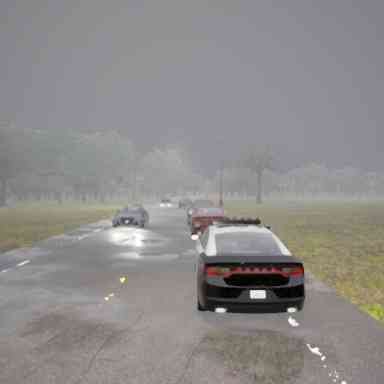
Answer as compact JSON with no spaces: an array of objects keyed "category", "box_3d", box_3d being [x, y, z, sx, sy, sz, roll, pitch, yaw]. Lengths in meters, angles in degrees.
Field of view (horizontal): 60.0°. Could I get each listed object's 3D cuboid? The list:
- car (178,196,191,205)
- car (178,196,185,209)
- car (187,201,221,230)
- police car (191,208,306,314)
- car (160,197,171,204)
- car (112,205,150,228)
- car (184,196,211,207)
[{"category":"car","box_3d":[-1.320,1.481,59.135,2.128,1.511,4.902,0,0,-2]},{"category":"car","box_3d":[-0.906,1.476,46.252,2.128,1.511,4.902,0,0,-1]},{"category":"car","box_3d":[0.869,1.466,17.791,1.882,1.535,5.008,0,0,-1]},{"category":"police car","box_3d":[1.024,1.419,7.865,1.930,1.638,5.238,0,0,-1]},{"category":"car","box_3d":[-5.046,1.593,64.516,1.895,1.301,4.718,0,0,-1]},{"category":"car","box_3d":[-3.885,1.552,21.678,1.994,1.385,4.181,0,0,-1]},{"category":"car","box_3d":[0.712,1.336,23.779,2.097,1.767,4.553,0,0,-2]}]
